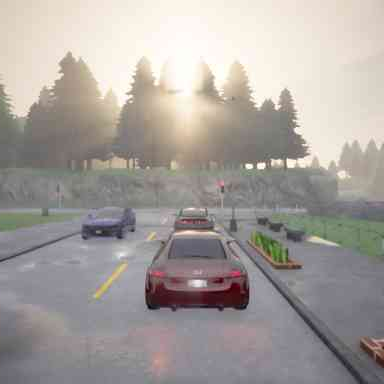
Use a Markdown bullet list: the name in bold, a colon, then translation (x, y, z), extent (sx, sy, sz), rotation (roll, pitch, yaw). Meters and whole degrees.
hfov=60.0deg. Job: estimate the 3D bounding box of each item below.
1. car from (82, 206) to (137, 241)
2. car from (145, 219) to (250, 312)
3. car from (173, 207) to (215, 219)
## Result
- **car**: translation (-4.081, 1.477, 17.037), extent (1.882, 1.535, 5.008), rotation (0, 0, 0)
- **car**: translation (0.096, 1.564, 7.809), extent (1.994, 1.385, 4.181), rotation (0, 0, 0)
- **car**: translation (0.091, 1.505, 16.721), extent (1.837, 1.490, 4.892), rotation (0, 0, 0)
